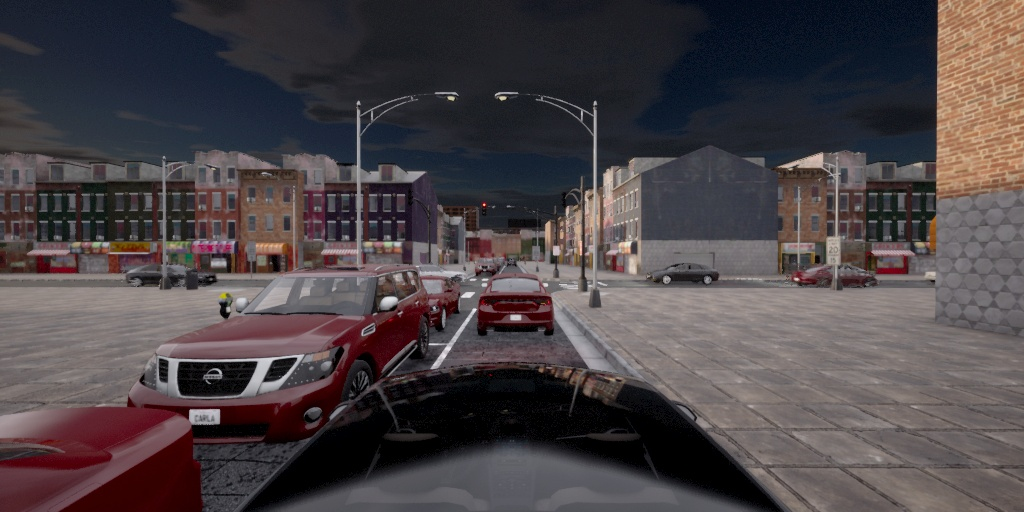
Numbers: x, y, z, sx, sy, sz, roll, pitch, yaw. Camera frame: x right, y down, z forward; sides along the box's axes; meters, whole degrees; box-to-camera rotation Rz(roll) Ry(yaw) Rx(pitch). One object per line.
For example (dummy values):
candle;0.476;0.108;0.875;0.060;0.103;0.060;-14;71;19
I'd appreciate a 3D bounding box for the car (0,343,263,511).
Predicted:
car;-2.638;1.295;0.164;1.888;1.381;4.507;0;0;0

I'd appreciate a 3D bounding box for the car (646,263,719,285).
car;12.210;1.264;25.812;4.892;1.490;1.837;0;0;0

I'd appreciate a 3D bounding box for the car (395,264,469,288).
car;-5.401;1.276;24.072;4.674;1.442;1.812;0;1;-18

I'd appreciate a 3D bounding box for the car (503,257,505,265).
car;-2.684;1.337;64.575;2.007;1.370;4.403;0;0;0

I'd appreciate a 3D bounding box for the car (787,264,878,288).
car;20.429;1.317;22.856;4.674;1.442;1.812;0;0;0

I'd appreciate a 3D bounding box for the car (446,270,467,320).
car;-2.645;1.294;11.032;1.888;1.381;4.507;0;0;0

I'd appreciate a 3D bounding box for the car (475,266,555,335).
car;0.090;1.227;10.496;1.882;1.535;5.008;0;0;0

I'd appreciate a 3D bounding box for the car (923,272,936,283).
car;32.877;1.392;25.785;4.718;1.301;1.895;0;0;0

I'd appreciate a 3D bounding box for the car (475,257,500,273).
car;-2.665;1.072;37.441;2.192;1.841;5.009;0;0;0

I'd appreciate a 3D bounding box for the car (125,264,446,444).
car;-2.641;1.064;5.598;2.192;1.841;5.009;0;0;0

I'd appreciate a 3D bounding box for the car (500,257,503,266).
car;-2.673;1.081;48.295;2.192;1.841;5.009;0;0;0

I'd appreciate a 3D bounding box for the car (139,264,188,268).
car;-21.645;1.249;22.898;4.892;1.490;1.837;0;0;0
